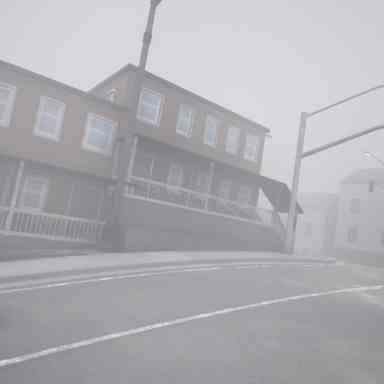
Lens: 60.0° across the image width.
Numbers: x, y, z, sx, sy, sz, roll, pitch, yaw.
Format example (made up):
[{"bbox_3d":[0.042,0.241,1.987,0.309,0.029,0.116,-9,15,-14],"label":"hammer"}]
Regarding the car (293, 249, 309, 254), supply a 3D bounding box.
[{"bbox_3d":[8.837,5.850,30.368,2.128,1.511,4.902,13,-16,-34],"label":"car"}]
